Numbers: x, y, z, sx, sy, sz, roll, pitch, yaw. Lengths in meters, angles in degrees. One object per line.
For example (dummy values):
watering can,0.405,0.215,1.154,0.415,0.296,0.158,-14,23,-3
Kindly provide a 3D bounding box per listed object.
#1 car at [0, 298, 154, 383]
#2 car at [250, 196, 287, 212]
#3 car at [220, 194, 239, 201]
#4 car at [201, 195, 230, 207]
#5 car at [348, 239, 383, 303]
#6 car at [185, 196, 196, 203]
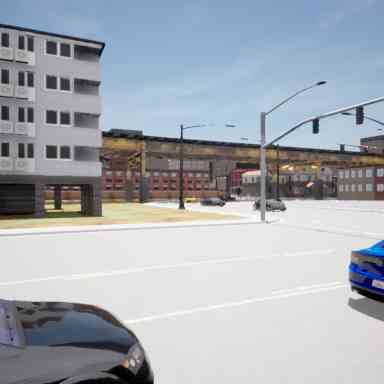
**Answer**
car,-2.428,1.564,2.750,4.181,1.385,1.994,0,0,-32
car,8.954,1.525,38.703,1.812,1.442,4.674,0,0,-26
car,8.259,1.540,78.709,2.033,1.411,5.357,0,0,40
car,3.164,1.547,50.789,2.033,1.411,5.357,0,0,-25
car,5.550,1.478,6.903,5.008,1.535,1.882,0,0,-25
car,-0.263,1.478,67.135,1.882,1.535,5.008,0,0,7
